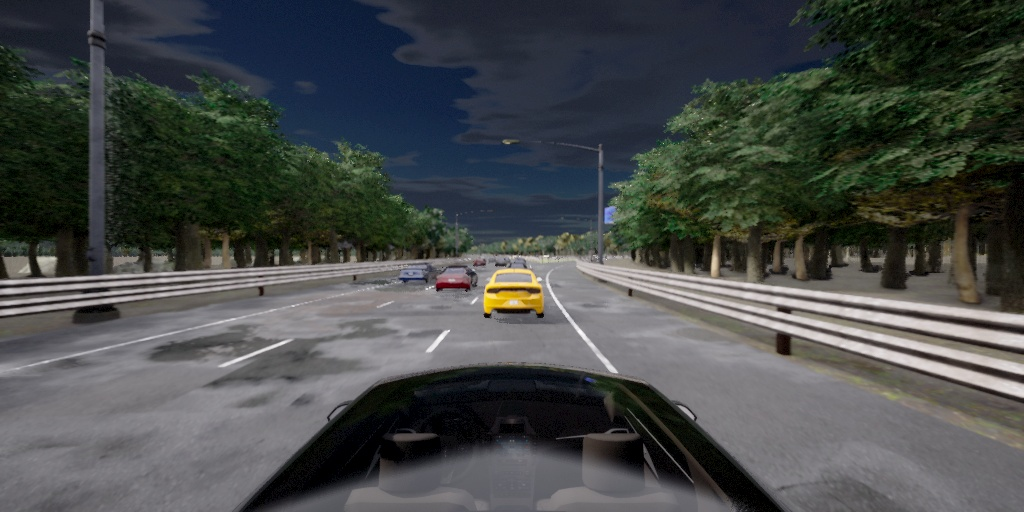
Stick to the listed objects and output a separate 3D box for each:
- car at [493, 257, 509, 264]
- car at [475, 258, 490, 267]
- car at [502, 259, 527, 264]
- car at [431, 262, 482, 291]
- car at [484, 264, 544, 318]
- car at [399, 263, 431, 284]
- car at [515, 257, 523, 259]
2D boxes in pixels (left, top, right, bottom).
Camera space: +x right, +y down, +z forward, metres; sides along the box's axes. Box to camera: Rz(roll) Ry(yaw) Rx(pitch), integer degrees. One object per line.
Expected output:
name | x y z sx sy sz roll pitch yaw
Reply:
car | -1.843 1.119 65.219 1.994 1.385 4.181 0 0 2
car | -5.445 1.086 61.967 1.812 1.442 4.674 0 0 2
car | 0.480 1.252 31.751 1.994 1.385 4.181 0 0 2
car | -3.203 1.279 21.392 1.994 1.385 4.181 0 0 1
car | 0.079 1.214 13.000 1.882 1.535 5.008 0 0 1
car | -6.660 1.244 26.456 2.033 1.411 5.357 0 0 2
car | 1.020 1.165 48.608 2.033 1.411 5.357 0 0 2
